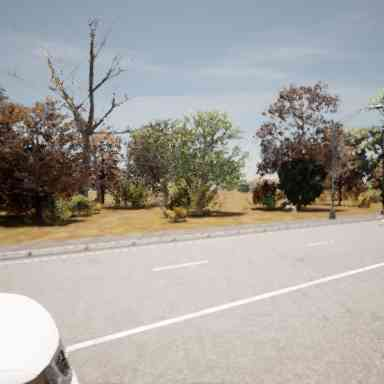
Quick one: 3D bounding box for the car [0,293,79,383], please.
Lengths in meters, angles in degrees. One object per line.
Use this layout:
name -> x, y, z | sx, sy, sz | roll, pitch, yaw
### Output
car -> -3.350, 1.222, 1.367 | 5.566, 2.045, 2.150 | 1, 0, -35
